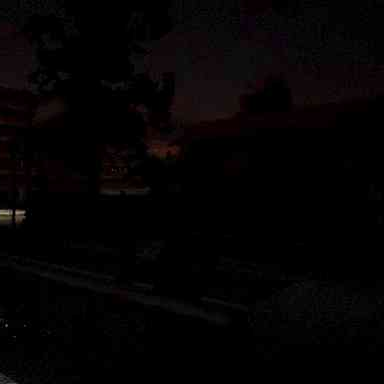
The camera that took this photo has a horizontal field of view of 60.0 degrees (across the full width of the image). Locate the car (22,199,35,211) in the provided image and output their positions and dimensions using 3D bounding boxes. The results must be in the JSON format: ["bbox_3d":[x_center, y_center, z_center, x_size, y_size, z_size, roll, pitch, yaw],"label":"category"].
[{"bbox_3d":[-17.536,1.586,40.474,1.895,1.301,4.718,0,0,36],"label":"car"}]

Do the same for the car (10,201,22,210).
[{"bbox_3d":[-20.644,1.548,42.138,1.994,1.385,4.181,0,0,36],"label":"car"}]
